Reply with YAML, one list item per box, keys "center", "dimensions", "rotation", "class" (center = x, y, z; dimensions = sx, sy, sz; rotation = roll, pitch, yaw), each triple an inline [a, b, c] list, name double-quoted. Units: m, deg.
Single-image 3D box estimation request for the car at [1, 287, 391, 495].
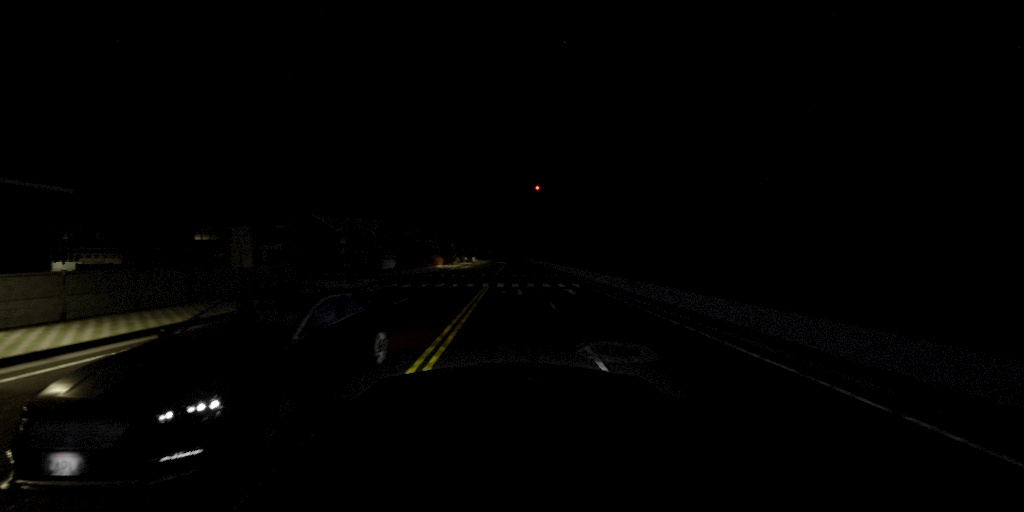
- center: [-3.249, 1.247, 5.057]
  dimensions: [2.128, 1.511, 4.902]
  rotation: [0, 0, 0]
  class: "car"
